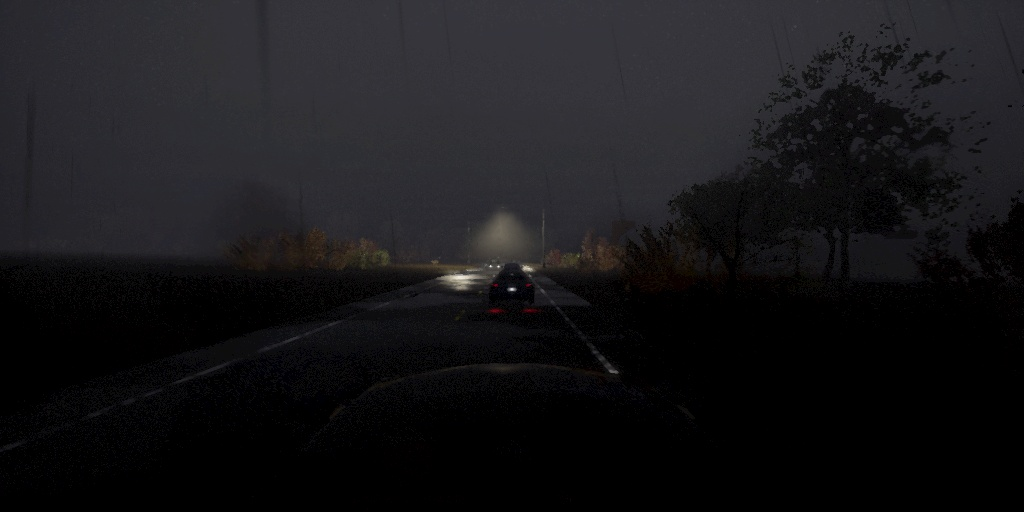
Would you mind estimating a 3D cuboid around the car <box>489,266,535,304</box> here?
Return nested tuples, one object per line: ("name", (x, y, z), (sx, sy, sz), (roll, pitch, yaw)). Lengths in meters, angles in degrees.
("car", (0.000, 1.324, 16.501), (1.994, 1.385, 4.181), (0, 0, 0))

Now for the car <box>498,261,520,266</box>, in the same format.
("car", (0.000, 1.293, 31.501), (1.812, 1.442, 4.674), (0, 0, 0))
